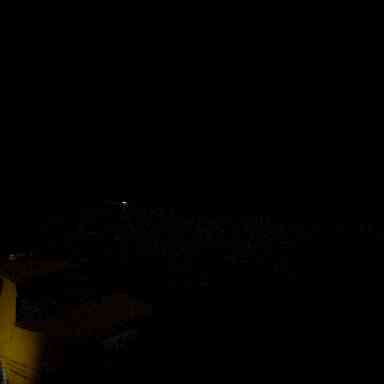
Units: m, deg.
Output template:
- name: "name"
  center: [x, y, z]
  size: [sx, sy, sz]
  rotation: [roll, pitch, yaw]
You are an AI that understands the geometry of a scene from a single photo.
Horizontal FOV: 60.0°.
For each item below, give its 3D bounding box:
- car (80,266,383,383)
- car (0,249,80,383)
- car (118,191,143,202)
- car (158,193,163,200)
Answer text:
- name: "car"
  center: [1.981, 1.316, 1.551]
  size: [5.009, 1.841, 2.192]
  rotation: [0, 0, 36]
- name: "car"
  center: [-2.625, 1.521, 4.836]
  size: [4.829, 1.417, 1.752]
  rotation: [0, 0, 36]
- name: "car"
  center: [-8.910, 0.642, 49.772]
  size: [1.837, 1.490, 4.892]
  rotation: [0, 1, 36]
- name: "car"
  center: [-3.396, 0.586, 52.151]
  size: [1.994, 1.385, 4.181]
  rotation: [0, 1, 36]
